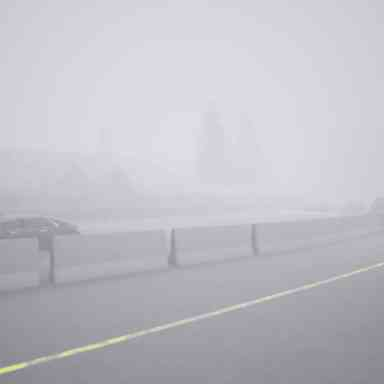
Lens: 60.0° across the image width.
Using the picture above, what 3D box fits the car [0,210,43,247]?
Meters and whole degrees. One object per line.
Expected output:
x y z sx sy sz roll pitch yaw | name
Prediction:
-9.378 1.628 14.573 4.892 1.490 1.837 0 0 -36 | car

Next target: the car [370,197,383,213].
24.039 1.665 41.844 2.150 2.045 5.566 0 -1 39 | car

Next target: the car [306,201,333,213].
17.501 2.025 44.919 1.994 1.385 4.181 0 -1 39 | car

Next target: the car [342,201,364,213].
21.478 1.954 44.274 2.128 1.511 4.902 0 -1 38 | car

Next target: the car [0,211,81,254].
-6.639 1.611 12.247 4.892 1.490 1.837 1 -1 -37 | car

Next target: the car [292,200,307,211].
16.381 1.990 49.113 2.128 1.511 4.902 0 -1 38 | car
